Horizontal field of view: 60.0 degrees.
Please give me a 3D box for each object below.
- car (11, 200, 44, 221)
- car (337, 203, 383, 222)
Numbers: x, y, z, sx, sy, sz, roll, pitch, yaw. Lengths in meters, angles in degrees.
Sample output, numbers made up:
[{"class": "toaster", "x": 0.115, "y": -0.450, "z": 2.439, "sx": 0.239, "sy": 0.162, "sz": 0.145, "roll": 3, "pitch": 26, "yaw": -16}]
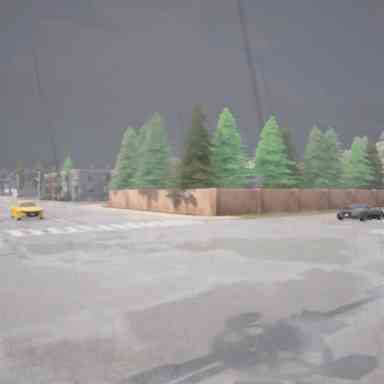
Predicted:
[{"class": "car", "x": -13.790, "y": 1.480, "z": 27.808, "sx": 1.882, "sy": 1.535, "sz": 5.008, "roll": 0, "pitch": 0, "yaw": -36}, {"class": "car", "x": 13.359, "y": 1.574, "z": 26.400, "sx": 4.181, "sy": 1.385, "sz": 1.994, "roll": 0, "pitch": 0, "yaw": -35}]
